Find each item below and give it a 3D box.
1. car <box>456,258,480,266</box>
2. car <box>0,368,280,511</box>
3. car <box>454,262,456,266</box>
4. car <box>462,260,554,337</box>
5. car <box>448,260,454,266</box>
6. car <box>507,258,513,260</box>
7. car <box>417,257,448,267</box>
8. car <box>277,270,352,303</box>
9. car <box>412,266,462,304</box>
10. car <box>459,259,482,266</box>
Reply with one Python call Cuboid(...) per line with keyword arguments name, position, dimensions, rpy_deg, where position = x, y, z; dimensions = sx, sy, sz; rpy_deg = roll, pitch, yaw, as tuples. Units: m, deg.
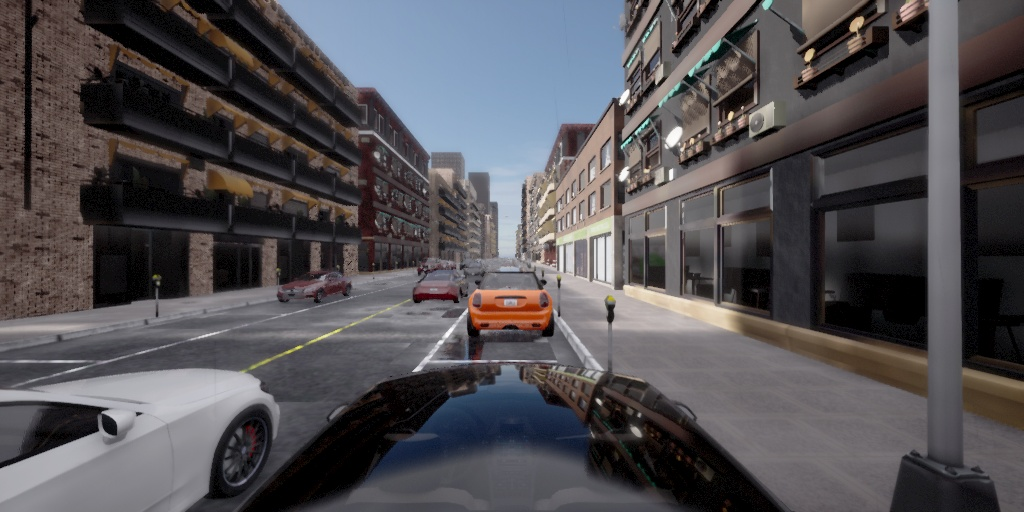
Cuboid(name="car", position=(-6.146, 1.152, 50.494), dimensions=(2.097, 1.767, 4.553), rpy_deg=(0, 0, 0))
Cuboid(name="car", position=(-3.145, 1.275, 1.499), dimensions=(1.812, 1.442, 4.674), rpy_deg=(0, 0, 0))
Cuboid(name="car", position=(-8.837, 1.292, 50.280), dimensions=(1.888, 1.381, 4.507), rpy_deg=(0, 0, 0))
Cuboid(name="car", position=(-0.032, 1.102, 10.469), dimensions=(2.097, 1.767, 4.553), rpy_deg=(0, 0, 0))
Cuboid(name="car", position=(-8.837, 1.188, 44.643), dimensions=(1.967, 1.591, 4.097), rpy_deg=(0, 0, 0))
Cuboid(name="car", position=(-0.456, 1.274, 39.173), dimensions=(1.751, 1.417, 4.829), rpy_deg=(0, 0, 0))
Cuboid(name="car", position=(-8.837, 1.063, 39.007), dimensions=(2.192, 1.841, 5.009), rpy_deg=(0, 0, 0))
Cuboid(name="car", position=(-8.837, 1.332, 16.462), dimensions=(1.802, 1.307, 4.207), rpy_deg=(0, 0, 0))
Cuboid(name="car", position=(-3.145, 1.323, 16.464), dimensions=(1.994, 1.385, 4.181), rpy_deg=(0, 0, 0))
Cuboid(name="car", position=(-3.145, 1.246, 31.464), dimensions=(2.128, 1.511, 4.902), rpy_deg=(0, 0, 0))
